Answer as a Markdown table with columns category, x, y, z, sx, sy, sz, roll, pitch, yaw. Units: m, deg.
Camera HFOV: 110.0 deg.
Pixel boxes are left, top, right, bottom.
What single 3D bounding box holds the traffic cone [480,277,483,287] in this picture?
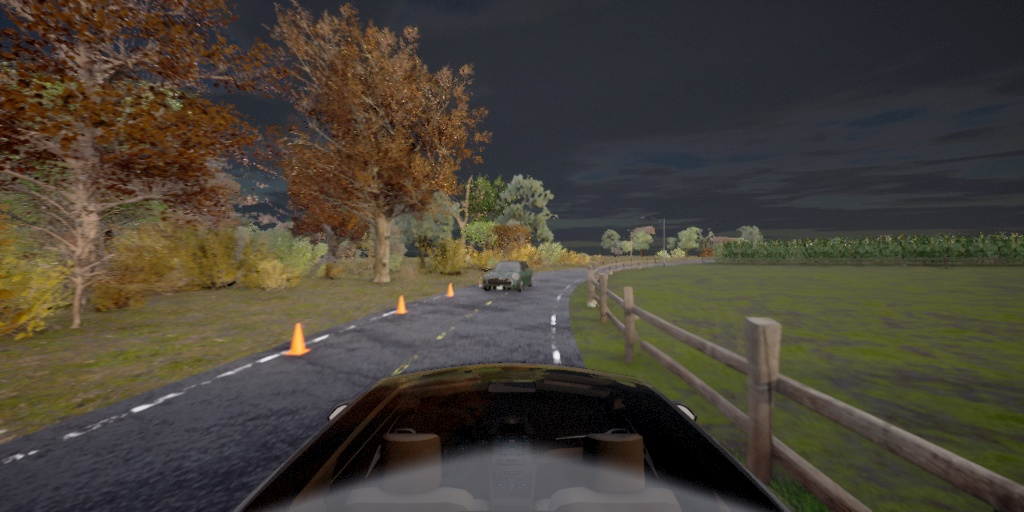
| category | x | y | z | sx | sy | sz | roll | pitch | yaw |
| --- | --- | --- | --- | --- | --- | --- | --- | --- | --- |
| traffic cone | -1.900 | 1.612 | 22.511 | 0.340 | 0.580 | 0.340 | 0 | 0 | 14 |

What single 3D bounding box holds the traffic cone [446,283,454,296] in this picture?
| category | x | y | z | sx | sy | sz | roll | pitch | yaw |
| --- | --- | --- | --- | --- | --- | --- | --- | --- | --- |
| traffic cone | -3.012 | 1.636 | 17.490 | 0.340 | 0.580 | 0.340 | 0 | 0 | 11 |

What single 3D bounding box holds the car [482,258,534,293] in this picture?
| category | x | y | z | sx | sy | sz | roll | pitch | yaw |
| --- | --- | --- | --- | --- | --- | --- | --- | --- | --- |
| car | -0.130 | 1.031 | 20.469 | 2.097 | 1.767 | 4.553 | 0 | 0 | 14 |

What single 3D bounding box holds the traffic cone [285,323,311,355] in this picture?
| category | x | y | z | sx | sy | sz | roll | pitch | yaw |
| --- | --- | --- | --- | --- | --- | --- | --- | --- | --- |
| traffic cone | -4.350 | 1.665 | 7.294 | 0.340 | 0.580 | 0.340 | 0 | 0 | 4 |

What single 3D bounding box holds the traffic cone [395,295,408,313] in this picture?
| category | x | y | z | sx | sy | sz | roll | pitch | yaw |
| --- | --- | --- | --- | --- | --- | --- | --- | --- | --- |
| traffic cone | -3.830 | 1.654 | 12.411 | 0.340 | 0.580 | 0.340 | 0 | 0 | 7 |
